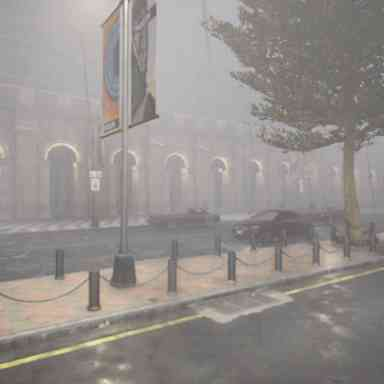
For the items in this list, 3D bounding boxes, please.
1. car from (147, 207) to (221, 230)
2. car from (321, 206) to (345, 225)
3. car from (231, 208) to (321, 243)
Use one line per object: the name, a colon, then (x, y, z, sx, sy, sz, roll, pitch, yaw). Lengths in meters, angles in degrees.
car: (-0.477, 1.663, 21.506, 4.718, 1.301, 1.895, 0, 0, -35)
car: (10.513, 1.734, 25.207, 4.718, 1.301, 1.895, 0, 0, -35)
car: (4.086, 1.599, 16.557, 4.674, 1.442, 1.812, 1, 0, -35)
